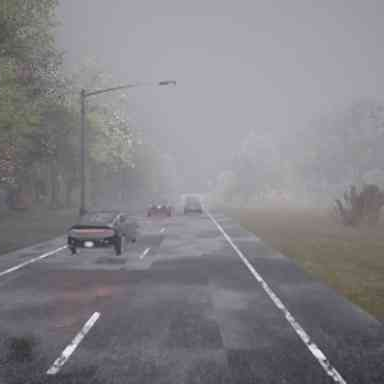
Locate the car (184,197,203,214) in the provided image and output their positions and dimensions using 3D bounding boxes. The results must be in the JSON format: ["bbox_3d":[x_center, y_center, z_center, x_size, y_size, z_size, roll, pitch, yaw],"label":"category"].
[{"bbox_3d":[0.114,1.600,35.706,1.994,1.385,4.181,0,0,0],"label":"car"}]

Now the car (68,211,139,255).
[{"bbox_3d":[-3.358,1.504,13.350,2.128,1.511,4.902,0,0,1],"label":"car"}]

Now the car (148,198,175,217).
[{"bbox_3d":[-2.879,1.383,31.999,2.097,1.767,4.553,0,0,2],"label":"car"}]
